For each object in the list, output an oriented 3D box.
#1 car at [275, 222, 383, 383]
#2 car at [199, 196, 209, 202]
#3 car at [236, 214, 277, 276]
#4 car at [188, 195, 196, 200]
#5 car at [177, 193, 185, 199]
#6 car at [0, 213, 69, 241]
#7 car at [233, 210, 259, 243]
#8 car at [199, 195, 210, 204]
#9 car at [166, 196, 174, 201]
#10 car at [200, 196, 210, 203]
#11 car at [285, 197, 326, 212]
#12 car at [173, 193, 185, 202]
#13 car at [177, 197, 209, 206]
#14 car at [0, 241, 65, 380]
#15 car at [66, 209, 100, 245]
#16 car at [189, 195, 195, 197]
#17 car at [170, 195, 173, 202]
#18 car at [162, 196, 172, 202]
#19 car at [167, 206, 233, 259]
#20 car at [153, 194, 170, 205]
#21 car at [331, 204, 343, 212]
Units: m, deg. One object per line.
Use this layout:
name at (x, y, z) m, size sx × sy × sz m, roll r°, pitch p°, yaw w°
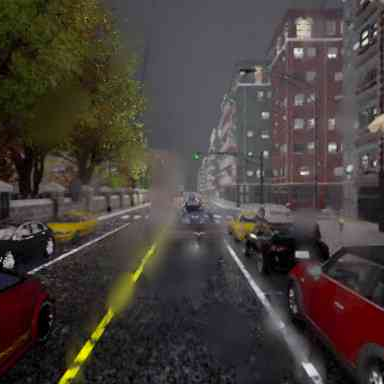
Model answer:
car at (2.688, 1.440, 4.573) m, size 1.967 × 1.590 × 4.097 m, roll 0°, pitch 0°, yaw 0°
car at (2.681, 1.597, 76.007) m, size 2.008 × 1.369 × 4.403 m, roll 0°, pitch 0°, yaw 0°
car at (2.688, 1.566, 10.204) m, size 1.947 × 1.339 × 4.313 m, roll 0°, pitch 0°, yaw 0°
car at (-0.008, 1.535, 95.137) m, size 1.994 × 1.385 × 4.181 m, roll 0°, pitch 0°, yaw 0°
car at (-3.007, 1.032, 89.339) m, size 2.097 × 1.767 × 4.553 m, roll 0°, pitch 0°, yaw 0°
car at (-5.692, 1.551, 10.203) m, size 2.008 × 1.369 × 4.403 m, roll 0°, pitch 0°, yaw 0°
car at (2.687, 1.527, 16.005) m, size 1.752 × 1.417 × 4.829 m, roll 0°, pitch 0°, yaw 0°
car at (2.682, 1.559, 65.106) m, size 1.752 × 1.417 × 4.829 m, roll 0°, pitch 0°, yaw 0°
car at (-5.700, 1.642, 87.075) m, size 1.802 × 1.307 × 4.206 m, roll 0°, pitch 0°, yaw 0°
car at (2.681, 1.584, 70.471) m, size 1.887 × 1.381 × 4.507 m, roll 0°, pitch 0°, yaw 0°
car at (14.611, 1.603, 42.829) m, size 5.009 × 1.841 × 2.192 m, roll 1°, pitch -1°, yaw 0°
car at (-3.006, 1.399, 73.681) m, size 2.097 × 1.767 × 4.553 m, roll 0°, pitch 0°, yaw 0°
car at (0.097, 1.499, 28.940) m, size 2.128 × 1.511 × 4.902 m, roll 0°, pitch 0°, yaw 0°
car at (-3.100, 1.564, 3.521) m, size 1.994 × 1.385 × 4.181 m, roll 0°, pitch 0°, yaw 0°
car at (-5.694, 1.527, 15.663) m, size 1.752 × 1.417 × 4.829 m, roll 0°, pitch 0°, yaw 0°
car at (-0.006, 1.587, 84.709) m, size 2.033 × 1.411 × 5.357 m, roll 0°, pitch 0°, yaw 0°
car at (-5.700, 1.480, 70.470) m, size 1.967 × 1.590 × 4.097 m, roll 0°, pitch 0°, yaw 0°
car at (-5.700, 1.591, 76.006) m, size 1.887 × 1.381 × 4.507 m, roll 0°, pitch 0°, yaw 0°
car at (0.098, 1.493, 12.513) m, size 2.128 × 1.511 × 4.902 m, roll 0°, pitch 0°, yaw 0°
car at (-5.699, 1.343, 59.400) m, size 2.192 × 1.841 × 5.009 m, roll 0°, pitch 0°, yaw 0°
car at (20.302, 1.935, 42.844) m, size 4.507 × 1.381 × 1.887 m, roll 1°, pitch -1°, yaw 0°
